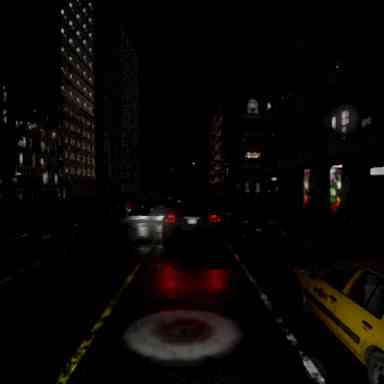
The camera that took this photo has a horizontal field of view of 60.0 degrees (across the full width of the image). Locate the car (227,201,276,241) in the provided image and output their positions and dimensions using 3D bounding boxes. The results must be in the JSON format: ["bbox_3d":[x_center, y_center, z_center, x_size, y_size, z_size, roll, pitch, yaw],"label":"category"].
[{"bbox_3d":[2.614,1.345,15.372,1.887,1.381,4.507,0,1,0],"label":"car"}]

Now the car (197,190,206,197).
[{"bbox_3d":[2.297,0.446,80.901,1.967,1.590,4.097,0,1,0],"label":"car"}]

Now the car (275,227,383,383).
[{"bbox_3d":[2.666,1.465,4.497,1.752,1.417,4.829,0,1,0],"label":"car"}]

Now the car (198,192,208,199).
[{"bbox_3d":[2.351,0.679,69.848,1.887,1.381,4.507,0,1,0],"label":"car"}]

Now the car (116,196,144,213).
[{"bbox_3d":[-5.846,1.156,31.899,1.947,1.339,4.313,0,1,0],"label":"car"}]

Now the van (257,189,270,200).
[{"bbox_3d":[13.434,0.391,57.453,3.998,1.788,1.690,-1,2,-1],"label":"van"}]

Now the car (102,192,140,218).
[{"bbox_3d":[-5.821,0.974,26.373,2.192,1.841,5.009,0,1,0],"label":"car"}]

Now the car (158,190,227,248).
[{"bbox_3d":[0.018,1.041,13.933,2.150,2.045,5.566,0,1,0],"label":"car"}]

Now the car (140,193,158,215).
[{"bbox_3d":[-3.224,1.131,28.974,1.837,1.490,4.892,0,1,0],"label":"car"}]

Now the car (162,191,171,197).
[{"bbox_3d":[-6.082,0.550,80.863,1.887,1.381,4.507,0,1,0],"label":"car"}]

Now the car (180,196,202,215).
[{"bbox_3d":[-0.059,1.142,29.825,1.812,1.442,4.674,0,1,0],"label":"car"}]

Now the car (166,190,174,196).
[{"bbox_3d":[-6.136,0.319,91.917,1.967,1.590,4.097,0,1,0],"label":"car"}]

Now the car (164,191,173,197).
[{"bbox_3d":[-6.109,0.507,86.391,1.947,1.339,4.313,0,1,0],"label":"car"}]

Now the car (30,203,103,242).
[{"bbox_3d":[-5.766,1.365,15.332,1.947,1.339,4.313,0,1,0],"label":"car"}]

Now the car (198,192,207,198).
[{"bbox_3d":[2.325,0.614,75.375,1.887,1.381,4.507,0,1,0],"label":"car"}]

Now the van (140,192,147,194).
[{"bbox_3d":[-5.874,0.862,37.419,1.690,1.788,3.998,0,1,0],"label":"van"}]
